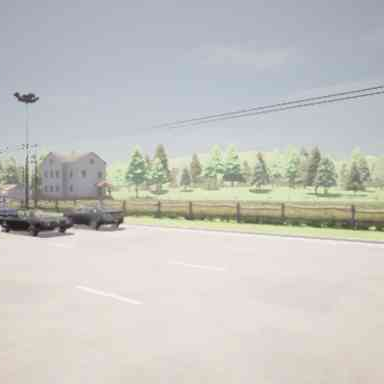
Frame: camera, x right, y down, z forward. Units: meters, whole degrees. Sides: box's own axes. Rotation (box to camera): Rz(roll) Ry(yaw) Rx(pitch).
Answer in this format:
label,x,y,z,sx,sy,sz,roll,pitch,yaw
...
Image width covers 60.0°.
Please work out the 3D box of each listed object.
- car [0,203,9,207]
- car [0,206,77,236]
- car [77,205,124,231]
label,x,y,z,sx,sy,sz,roll,pitch,yaw
car,-17.233,1.675,29.109,5.357,1.411,2.033,0,0,36
car,-8.903,1.675,18.834,4.718,1.301,1.895,0,0,36
car,-6.519,1.564,21.432,4.902,1.511,2.128,0,0,36
